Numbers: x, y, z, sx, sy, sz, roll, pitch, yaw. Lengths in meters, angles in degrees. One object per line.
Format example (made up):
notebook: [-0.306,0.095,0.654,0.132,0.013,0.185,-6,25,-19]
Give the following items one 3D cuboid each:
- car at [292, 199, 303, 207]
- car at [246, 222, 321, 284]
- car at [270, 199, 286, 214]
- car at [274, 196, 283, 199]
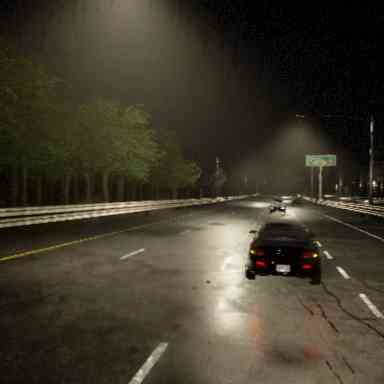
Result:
car: [20.011,2.069,63.443,1.837,1.490,4.892,1,0,15]
car: [2.677,1.616,9.914,1.812,1.442,4.674,1,0,14]
car: [10.547,1.946,40.950,1.895,1.301,4.718,1,0,14]
car: [16.981,2.032,66.099,1.837,1.490,4.892,1,0,15]
